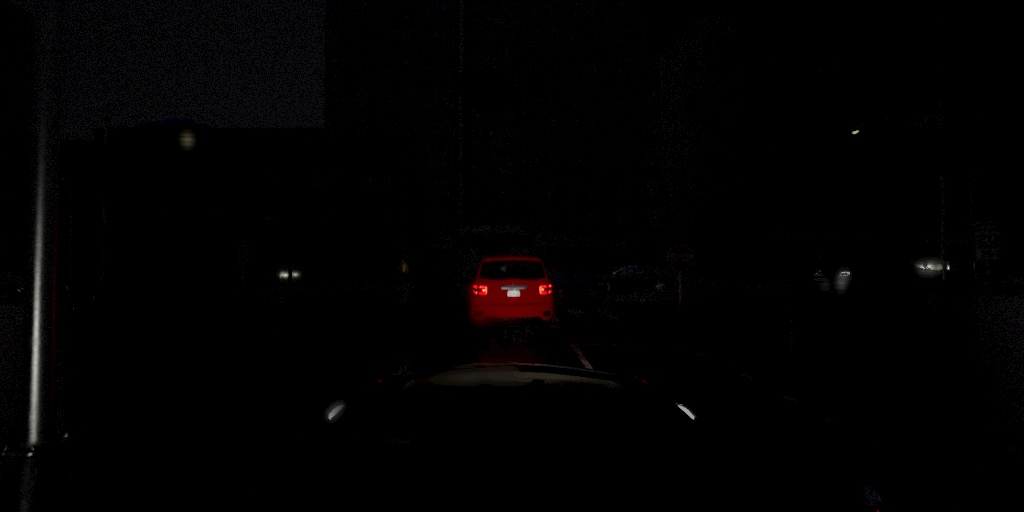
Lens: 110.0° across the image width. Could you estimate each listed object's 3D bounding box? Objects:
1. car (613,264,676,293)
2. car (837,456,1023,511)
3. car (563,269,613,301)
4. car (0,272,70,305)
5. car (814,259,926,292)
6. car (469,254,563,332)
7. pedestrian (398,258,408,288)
[{"bbox_3d":[6.217,1.205,19.345,4.902,1.511,2.128,-1,-1,0],"label":"car"},{"bbox_3d":[2.637,1.332,0.234,1.802,1.307,4.207,0,0,0],"label":"car"},{"bbox_3d":[1.928,1.252,16.397,4.674,1.442,1.812,-1,0,0],"label":"car"},{"bbox_3d":[-23.598,1.474,16.534,5.008,1.535,1.882,-1,-1,0],"label":"car"},{"bbox_3d":[19.086,0.952,19.288,4.553,1.767,2.097,-1,-1,0],"label":"car"},{"bbox_3d":[-0.142,0.967,11.082,2.150,2.045,5.566,0,0,-4],"label":"car"},{"bbox_3d":[-6.812,1.036,22.322,0.375,1.860,0.375,0,0,0],"label":"pedestrian"}]
